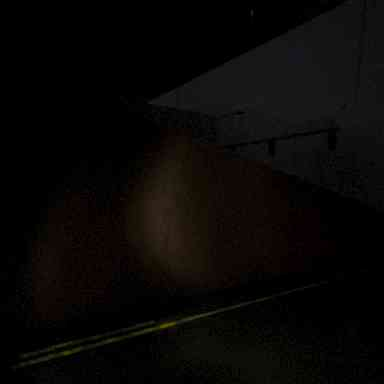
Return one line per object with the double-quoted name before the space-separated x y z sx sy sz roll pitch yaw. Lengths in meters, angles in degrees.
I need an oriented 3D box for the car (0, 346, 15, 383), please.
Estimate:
"car" -3.716 1.229 1.107 5.566 2.045 2.150 -1 0 -35
